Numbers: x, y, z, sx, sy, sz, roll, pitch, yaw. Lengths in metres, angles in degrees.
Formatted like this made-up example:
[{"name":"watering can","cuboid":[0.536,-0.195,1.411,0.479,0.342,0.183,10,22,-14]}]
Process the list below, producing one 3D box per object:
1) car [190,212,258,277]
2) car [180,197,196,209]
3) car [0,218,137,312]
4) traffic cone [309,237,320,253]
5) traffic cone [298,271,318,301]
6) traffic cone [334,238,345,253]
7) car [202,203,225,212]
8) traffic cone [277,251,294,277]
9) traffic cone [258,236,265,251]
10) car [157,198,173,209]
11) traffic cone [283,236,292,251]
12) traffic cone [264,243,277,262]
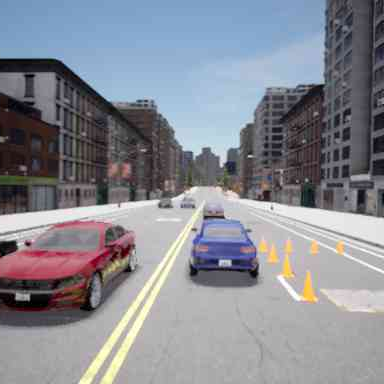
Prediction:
[{"name":"car","cuboid":[0.924,1.574,10.400,1.812,1.442,4.674,1,0,3]},{"name":"car","cuboid":[-0.575,1.551,49.315,2.097,1.767,4.553,1,0,3]},{"name":"car","cuboid":[-2.648,1.459,7.942,1.882,1.535,5.008,1,0,3]},{"name":"traffic cone","cuboid":[4.827,2.078,13.141,0.340,0.580,0.340,1,0,3]},{"name":"traffic cone","cuboid":[2.533,2.020,7.247,0.340,0.580,0.340,1,0,3]},{"name":"traffic cone","cuboid":[5.825,2.095,13.091,0.340,0.580,0.340,1,0,3]},{"name":"car","cuboid":[1.827,1.682,28.647,2.033,1.411,5.357,1,0,3]},{"name":"traffic cone","cuboid":[2.632,2.029,9.245,0.340,0.580,0.340,1,0,3]},{"name":"traffic cone","cuboid":[2.830,2.045,13.240,0.340,0.580,0.340,1,0,3]},{"name":"car","cuboid":[-3.870,1.644,48.574,1.837,1.490,4.892,1,0,3]},{"name":"traffic cone","cuboid":[3.828,2.062,13.190,0.340,0.580,0.340,1,0,3]},{"name":"traffic cone","cuboid":[2.731,2.037,11.242,0.340,0.580,0.340,1,0,3]}]
